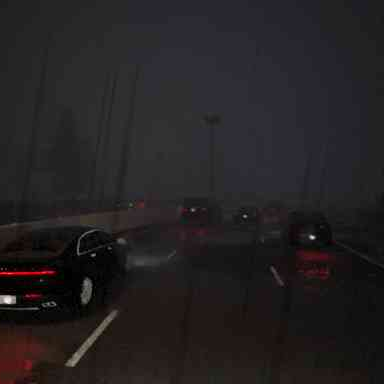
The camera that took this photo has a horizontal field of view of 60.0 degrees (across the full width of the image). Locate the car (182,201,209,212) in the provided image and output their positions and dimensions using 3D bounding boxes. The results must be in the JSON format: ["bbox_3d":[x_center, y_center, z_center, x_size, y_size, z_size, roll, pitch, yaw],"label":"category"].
[{"bbox_3d":[0.576,1.908,44.925,1.994,1.385,4.181,0,0,27],"label":"car"}]

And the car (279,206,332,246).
[{"bbox_3d":[5.466,1.641,16.177,1.837,1.490,4.892,0,-1,11],"label":"car"}]

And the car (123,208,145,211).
[{"bbox_3d":[-7.662,1.670,43.865,2.097,1.767,4.553,0,0,25],"label":"car"}]

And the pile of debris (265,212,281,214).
[{"bbox_3d":[9.761,2.502,39.974,1.500,0.140,1.860,0,0,27],"label":"pile of debris"}]

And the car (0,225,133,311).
[{"bbox_3d":[-2.826,1.560,7.948,1.837,1.490,4.892,0,0,6],"label":"car"}]

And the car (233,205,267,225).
[{"bbox_3d":[4.510,1.774,26.341,1.994,1.385,4.181,0,-1,18],"label":"car"}]

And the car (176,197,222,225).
[{"bbox_3d":[0.870,1.427,26.587,2.150,2.045,5.566,0,-1,17],"label":"car"}]

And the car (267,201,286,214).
[{"bbox_3d":[10.238,1.823,40.350,2.128,1.511,4.902,0,0,26],"label":"car"}]
